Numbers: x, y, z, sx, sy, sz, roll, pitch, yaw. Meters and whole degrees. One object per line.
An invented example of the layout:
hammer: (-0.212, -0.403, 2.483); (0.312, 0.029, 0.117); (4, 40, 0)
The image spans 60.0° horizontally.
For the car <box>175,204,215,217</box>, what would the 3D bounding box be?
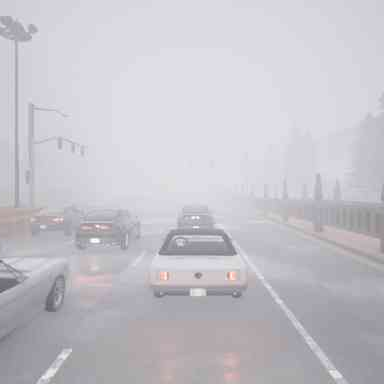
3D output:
car: (0.187, 1.385, 17.612); (1.837, 1.490, 4.892); (0, 0, 0)

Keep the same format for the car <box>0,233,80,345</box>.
car: (-3.385, 1.576, 4.663); (1.895, 1.301, 4.718); (0, 0, 0)

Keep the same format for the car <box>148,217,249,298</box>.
car: (0.131, 1.549, 8.352); (1.895, 1.301, 4.718); (0, 0, 0)

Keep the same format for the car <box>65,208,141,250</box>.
car: (-3.337, 1.412, 13.889); (1.837, 1.490, 4.892); (0, 0, 0)

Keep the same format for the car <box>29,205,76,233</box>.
car: (-6.843, 1.406, 17.518); (1.812, 1.442, 4.674); (0, 0, -1)
